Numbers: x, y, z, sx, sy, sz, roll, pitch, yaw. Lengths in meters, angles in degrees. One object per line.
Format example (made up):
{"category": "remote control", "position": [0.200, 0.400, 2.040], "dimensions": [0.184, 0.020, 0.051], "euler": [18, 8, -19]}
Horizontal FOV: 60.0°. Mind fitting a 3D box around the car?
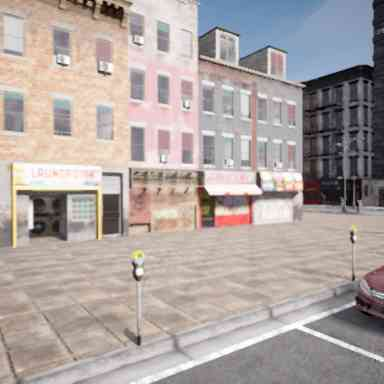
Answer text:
{"category": "car", "position": [4.772, 1.547, 6.202], "dimensions": [4.206, 1.307, 1.802], "euler": [0, 0, -35]}
